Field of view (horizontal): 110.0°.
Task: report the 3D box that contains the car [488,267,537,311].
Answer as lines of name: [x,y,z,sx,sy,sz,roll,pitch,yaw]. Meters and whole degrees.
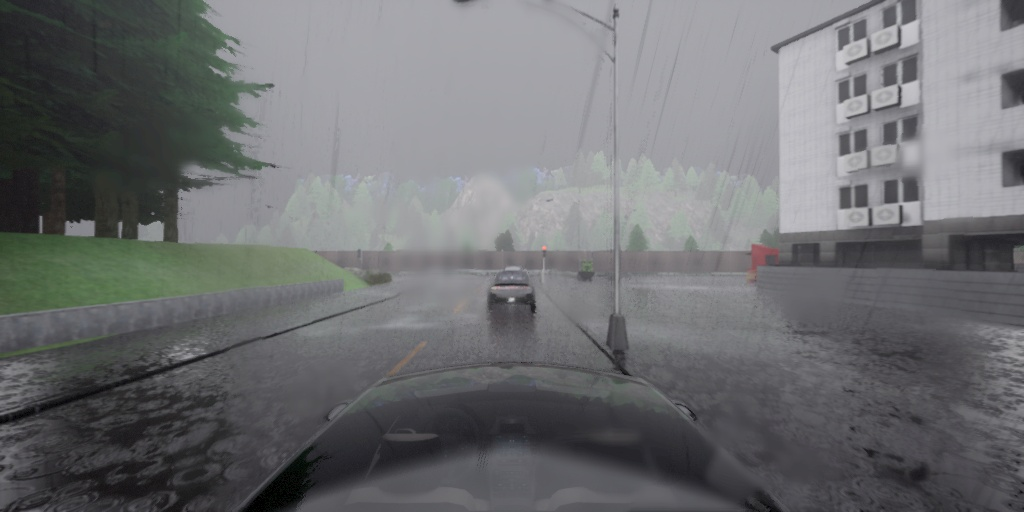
car: [0.022,1.392,15.341,2.128,1.511,4.902,0,0,1]

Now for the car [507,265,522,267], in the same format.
car: [0.230,1.548,31.051,1.882,1.535,5.008,0,0,5]
